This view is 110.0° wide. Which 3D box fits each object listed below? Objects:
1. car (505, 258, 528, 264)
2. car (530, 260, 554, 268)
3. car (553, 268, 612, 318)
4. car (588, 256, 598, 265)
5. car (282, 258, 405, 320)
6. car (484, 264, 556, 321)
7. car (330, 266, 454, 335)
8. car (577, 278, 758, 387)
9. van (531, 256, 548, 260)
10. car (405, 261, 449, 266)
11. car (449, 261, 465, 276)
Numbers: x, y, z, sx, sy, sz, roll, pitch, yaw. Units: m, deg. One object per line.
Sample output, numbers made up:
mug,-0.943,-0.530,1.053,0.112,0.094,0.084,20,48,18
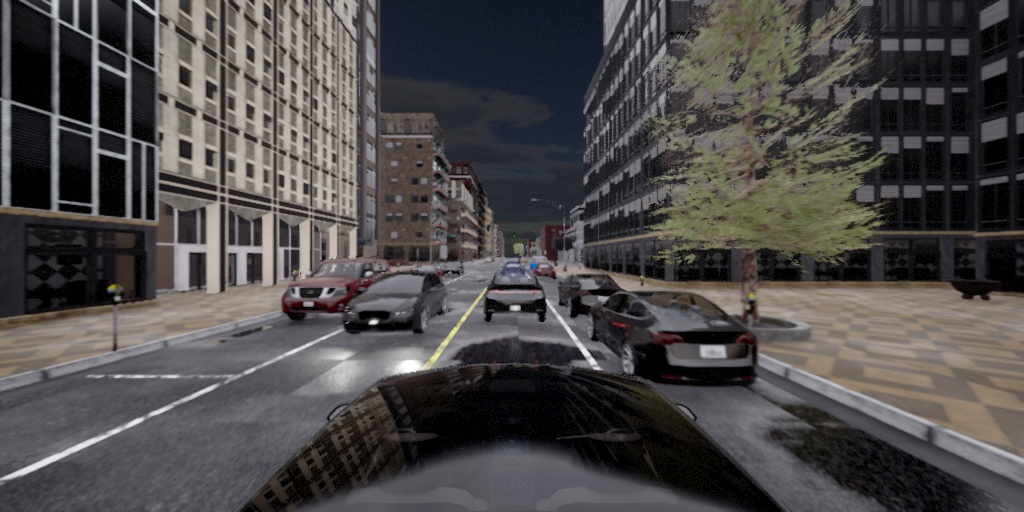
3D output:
car,0.091,1.156,28.513,1.812,1.442,4.674,0,0,0
car,2.650,1.207,29.582,1.802,1.307,4.207,0,0,0
car,2.654,1.265,12.516,1.948,1.339,4.313,0,0,0
car,14.904,0.867,56.159,5.009,1.841,2.192,0,0,0
car,-5.693,1.014,12.539,2.192,1.841,5.009,0,0,0
car,0.094,1.193,12.190,2.128,1.511,4.902,0,0,0
car,-3.103,1.214,10.458,1.837,1.490,4.892,0,0,0
car,2.656,1.291,6.826,1.948,1.339,4.313,0,0,0
van,2.648,0.943,35.271,1.690,1.789,3.998,0,0,0
car,-5.697,1.195,23.918,1.888,1.381,4.507,0,0,0
car,-5.700,1.168,35.295,1.948,1.339,4.313,0,0,0
